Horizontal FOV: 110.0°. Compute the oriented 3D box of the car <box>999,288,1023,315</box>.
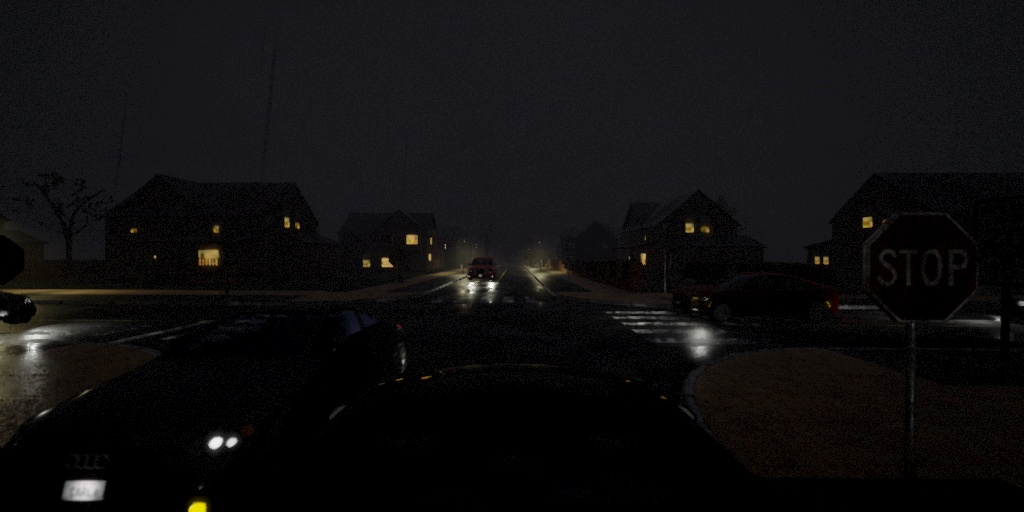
[{"bbox_3d":[19.684,1.359,12.075,4.902,1.511,2.128,0,0,0],"label":"car"}]

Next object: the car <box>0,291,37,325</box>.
[{"bbox_3d":[-15.570,1.214,9.363,4.674,1.442,1.812,0,0,0],"label":"car"}]

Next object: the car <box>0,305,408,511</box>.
[{"bbox_3d":[-2.714,1.316,4.282,1.994,1.385,4.181,0,0,1],"label":"car"}]

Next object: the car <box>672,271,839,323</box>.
[{"bbox_3d":[7.958,1.277,11.939,5.008,1.535,1.882,0,0,-3],"label":"car"}]

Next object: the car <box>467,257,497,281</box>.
[{"bbox_3d":[-2.472,1.115,30.874,2.150,2.045,5.566,0,2,1],"label":"car"}]
